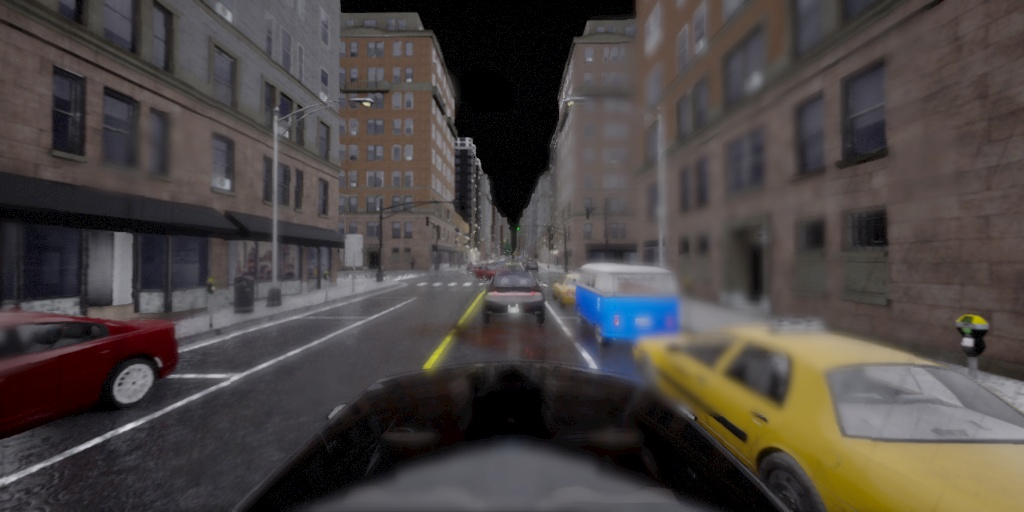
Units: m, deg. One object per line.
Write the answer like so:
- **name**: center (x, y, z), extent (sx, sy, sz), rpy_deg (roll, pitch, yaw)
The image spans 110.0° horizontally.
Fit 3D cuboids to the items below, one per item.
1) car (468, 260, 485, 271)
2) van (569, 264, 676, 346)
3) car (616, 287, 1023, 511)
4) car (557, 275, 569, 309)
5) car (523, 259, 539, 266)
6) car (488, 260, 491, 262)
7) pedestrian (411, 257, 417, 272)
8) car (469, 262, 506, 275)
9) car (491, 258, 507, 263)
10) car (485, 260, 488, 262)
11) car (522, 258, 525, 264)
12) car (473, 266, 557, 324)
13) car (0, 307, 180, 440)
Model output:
- **car**: center (-5.481, 1.489, 52.589), extent (1.802, 1.307, 4.207), rpy_deg (0, 0, 1)
- **van**: center (2.677, 1.114, 9.137), extent (1.690, 1.789, 3.998), rpy_deg (0, 0, 0)
- **car**: center (2.671, 1.281, 3.634), extent (1.751, 1.417, 4.829), rpy_deg (0, 0, 0)
- **car**: center (2.684, 1.317, 14.981), extent (1.751, 1.417, 4.829), rpy_deg (0, 0, 0)
- **car**: center (3.044, 1.472, 52.474), extent (1.948, 1.339, 4.313), rpy_deg (0, 0, 1)
- **car**: center (-5.327, 1.489, 63.647), extent (2.007, 1.370, 4.403), rpy_deg (0, 0, 1)
- **pedestrian**: center (-12.307, 1.032, 44.868), extent (0.375, 1.860, 0.375), rpy_deg (0, -1, 0)
- **car**: center (-1.903, 1.444, 31.298), extent (1.895, 1.301, 4.718), rpy_deg (0, 0, -25)
- **car**: center (-2.481, 1.505, 64.603), extent (1.994, 1.385, 4.181), rpy_deg (0, 0, 1)
- **car**: center (-5.404, 1.489, 58.118), extent (1.948, 1.339, 4.313), rpy_deg (0, 0, 1)
- **car**: center (3.198, 1.489, 63.534), extent (2.007, 1.370, 4.403), rpy_deg (0, 0, 1)
- **car**: center (0.103, 1.276, 12.117), extent (2.128, 1.511, 4.902), rpy_deg (0, 0, 0)
- **car**: center (-5.856, 1.300, 3.477), extent (1.888, 1.381, 4.507), rpy_deg (0, 0, 0)
